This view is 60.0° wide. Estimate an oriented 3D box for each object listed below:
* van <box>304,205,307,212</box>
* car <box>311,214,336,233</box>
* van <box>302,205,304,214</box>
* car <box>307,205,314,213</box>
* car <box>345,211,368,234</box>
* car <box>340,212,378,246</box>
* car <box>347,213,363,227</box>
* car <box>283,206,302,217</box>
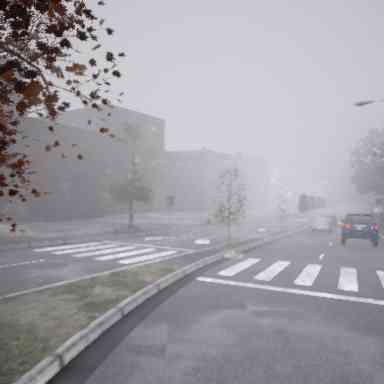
[{"bbox_3d":[24.498,4.151,76.242,1.878,1.987,4.442,1,-1,26],"label":"van"},{"bbox_3d":[13.512,3.379,34.570,1.812,1.442,4.674,1,-2,26],"label":"car"},{"bbox_3d":[22.068,4.007,71.257,1.878,1.987,4.442,1,-1,26],"label":"van"},{"bbox_3d":[29.393,4.408,86.290,2.435,2.045,5.566,1,-1,26],"label":"car"},{"bbox_3d":[17.955,3.256,36.425,2.150,2.045,5.566,1,-1,25],"label":"car"},{"bbox_3d":[11.544,2.519,23.045,2.150,2.045,5.566,1,-3,25],"label":"car"},{"bbox_3d":[22.623,3.841,46.173,1.837,1.490,4.892,1,-1,26],"label":"car"},{"bbox_3d":[19.680,3.836,66.352,2.435,2.045,5.566,1,-1,26],"label":"car"}]
